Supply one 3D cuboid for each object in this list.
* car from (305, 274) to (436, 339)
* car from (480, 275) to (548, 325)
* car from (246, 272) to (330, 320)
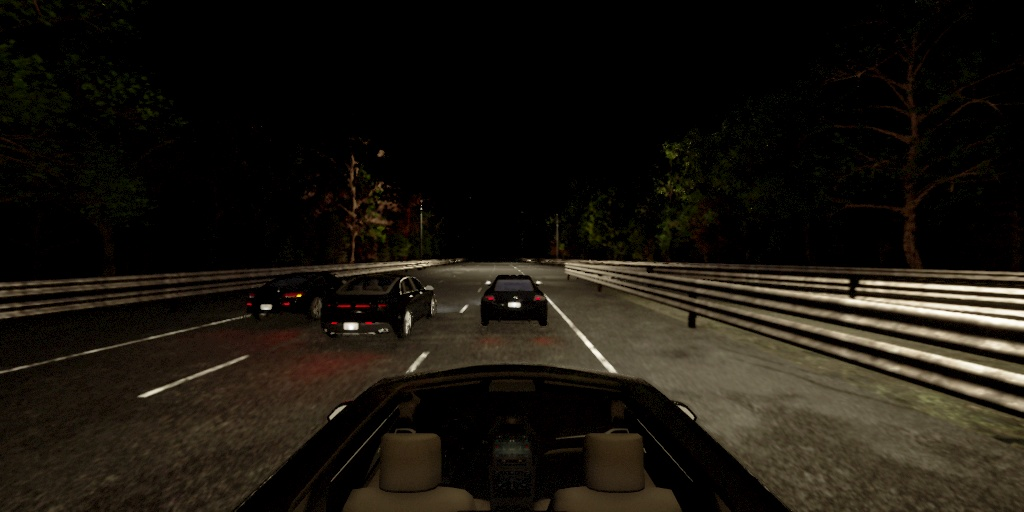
[{"bbox_3d":[-3.436,1.249,10.048,1.837,1.490,4.892,0,0,0],"label":"car"},{"bbox_3d":[0.051,1.306,11.854,1.994,1.385,4.181,0,0,0],"label":"car"},{"bbox_3d":[-6.952,1.270,12.424,1.812,1.442,4.674,0,0,0],"label":"car"}]
